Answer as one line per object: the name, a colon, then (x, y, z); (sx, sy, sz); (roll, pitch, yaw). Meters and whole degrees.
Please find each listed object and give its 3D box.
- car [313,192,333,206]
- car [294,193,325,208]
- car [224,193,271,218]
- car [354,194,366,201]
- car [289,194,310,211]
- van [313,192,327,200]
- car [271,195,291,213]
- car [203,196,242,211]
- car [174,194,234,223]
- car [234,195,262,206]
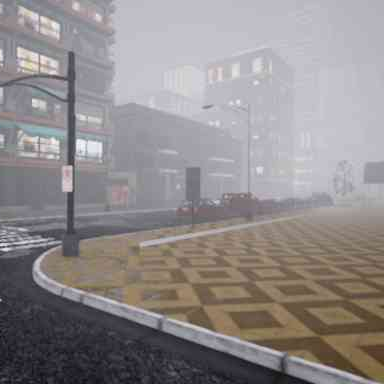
car: (17.315, 0.940, 44.530); (2.192, 1.841, 5.009); (1, 0, 36)
car: (13.991, 1.186, 40.033); (2.008, 1.369, 4.403); (1, 0, 36)
car: (4.025, 0.982, 26.533); (2.192, 1.841, 5.009); (1, 0, 36)
car: (33.926, 1.114, 67.028); (1.887, 1.381, 4.507); (1, 0, 36)
car: (10.668, 1.191, 35.533); (1.887, 1.381, 4.507); (1, 0, 36)
van: (27.588, 0.857, 71.707); (1.690, 1.788, 3.998); (1, 0, 36)
car: (7.346, 1.238, 31.034); (1.802, 1.307, 4.206); (1, 0, 36)
car: (3.231, 1.144, 34.574); (1.812, 1.442, 4.674); (0, 0, 37)
car: (0.702, 1.117, 22.035); (1.967, 1.590, 4.097); (1, 0, 36)
car: (7.551, 1.107, 44.576); (1.752, 1.417, 4.829); (1, 0, 36)
